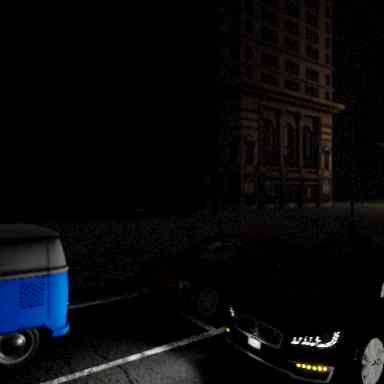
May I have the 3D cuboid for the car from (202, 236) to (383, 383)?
[{"bbox_3d":[2.706,1.532,5.314,4.892,1.490,1.837,0,0,-36],"label":"car"}]

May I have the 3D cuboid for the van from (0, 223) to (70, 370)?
[{"bbox_3d":[-3.596,1.337,4.085,3.998,1.788,1.690,0,0,-36],"label":"van"}]

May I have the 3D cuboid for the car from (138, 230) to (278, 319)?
[{"bbox_3d":[0.991,1.571,7.366,4.507,1.381,1.887,0,0,-36],"label":"car"}]
